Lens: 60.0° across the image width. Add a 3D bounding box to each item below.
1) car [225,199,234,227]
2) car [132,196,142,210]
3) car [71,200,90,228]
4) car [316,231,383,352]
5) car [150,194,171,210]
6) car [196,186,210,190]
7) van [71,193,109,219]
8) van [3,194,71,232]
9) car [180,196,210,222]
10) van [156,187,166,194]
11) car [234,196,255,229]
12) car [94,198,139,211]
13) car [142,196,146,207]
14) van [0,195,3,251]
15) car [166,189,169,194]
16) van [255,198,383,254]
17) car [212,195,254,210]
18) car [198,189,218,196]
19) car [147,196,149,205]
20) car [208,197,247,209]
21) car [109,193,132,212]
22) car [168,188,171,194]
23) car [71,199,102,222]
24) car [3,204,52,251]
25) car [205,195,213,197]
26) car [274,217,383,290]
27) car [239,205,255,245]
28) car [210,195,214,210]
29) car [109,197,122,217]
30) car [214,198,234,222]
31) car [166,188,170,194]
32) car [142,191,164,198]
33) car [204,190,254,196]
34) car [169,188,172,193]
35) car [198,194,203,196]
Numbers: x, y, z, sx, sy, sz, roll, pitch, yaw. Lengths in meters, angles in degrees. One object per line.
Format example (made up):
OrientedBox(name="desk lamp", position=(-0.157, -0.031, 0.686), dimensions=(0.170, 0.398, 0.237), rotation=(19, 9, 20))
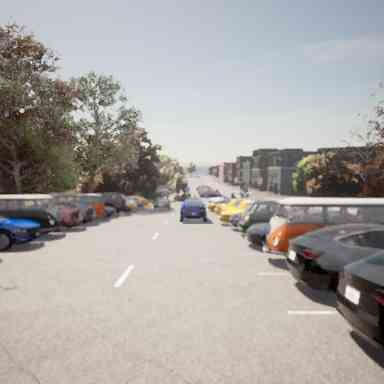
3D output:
OrientedBox(name="car", position=(4.542, 1.343, 18.516), dimensions=(4.892, 1.521, 2.231), rotation=(0, 0, 0))
OrientedBox(name="car", position=(-8.361, 1.332, 35.178), dimensions=(5.366, 1.575, 1.946), rotation=(0, 0, 0))
OrientedBox(name="car", position=(-8.572, 1.371, 18.565), dimensions=(4.792, 1.488, 2.163), rotation=(0, 0, 0))
OrientedBox(name="car", position=(4.568, 1.472, 4.635), dimensions=(4.792, 1.488, 2.163), rotation=(0, 0, 0))
OrientedBox(name="car", position=(-3.580, 1.351, 40.610), dimensions=(2.128, 1.511, 4.902), rotation=(0, 0, 0))
OrientedBox(name="car", position=(4.241, 0.230, 84.439), dimensions=(5.566, 2.045, 2.435), rotation=(0, 1, 0))
OrientedBox(name="van", position=(-8.661, 1.102, 23.975), dimensions=(4.442, 1.987, 1.878), rotation=(0, 0, 0))
OrientedBox(name="van", position=(-8.435, 1.131, 15.812), dimensions=(4.442, 1.987, 1.878), rotation=(0, 0, 0))
OrientedBox(name="car", position=(0.096, 1.326, 24.922), dimensions=(1.882, 1.535, 5.008), rotation=(0, 0, 0))
OrientedBox(name="van", position=(-8.691, 0.356, 73.224), dimensions=(4.442, 1.987, 1.878), rotation=(1, 1, 0))
OrientedBox(name="car", position=(4.506, 1.232, 15.736), dimensions=(4.553, 1.767, 2.185), rotation=(0, 0, 0))
OrientedBox(name="car", position=(-8.544, 1.377, 37.949), dimensions=(4.674, 1.452, 2.002), rotation=(0, 0, 0))
OrientedBox(name="car", position=(-8.518, 1.369, 40.719), dimensions=(4.792, 1.488, 2.163), rotation=(0, 0, 0))
OrientedBox(name="van", position=(-8.658, 1.172, 10.256), dimensions=(4.442, 1.987, 1.878), rotation=(0, 0, 0))
OrientedBox(name="car", position=(-8.841, 0.546, 81.596), dimensions=(4.792, 1.488, 2.163), rotation=(0, 1, 0))
OrientedBox(name="van", position=(4.421, 1.173, 10.185), dimensions=(4.442, 1.987, 1.878), rotation=(0, 0, 0))
OrientedBox(name="car", position=(4.720, 1.327, 29.610), dimensions=(5.366, 1.575, 1.946), rotation=(0, 0, 0))
OrientedBox(name="car", position=(4.292, 0.609, 73.301), dimensions=(4.792, 1.488, 2.163), rotation=(0, 0, 0))
OrientedBox(name="car", position=(-8.543, 1.343, 46.136), dimensions=(5.008, 1.535, 2.097), rotation=(0, 0, 0))
OrientedBox(name="car", position=(4.561, 1.371, 43.491), dimensions=(4.792, 1.488, 2.163), rotation=(0, 0, 0))
OrientedBox(name="car", position=(-8.574, 1.079, 29.639), dimensions=(5.566, 2.045, 2.435), rotation=(0, 0, 0))
OrientedBox(name="car", position=(-8.994, 0.433, 87.183), dimensions=(5.366, 1.575, 1.946), rotation=(0, 1, 0))
OrientedBox(name="car", position=(-8.573, 1.361, 21.204), dimensions=(4.792, 1.488, 2.163), rotation=(0, 0, 0))
OrientedBox(name="car", position=(-8.548, 1.376, 13.027), dimensions=(5.008, 1.535, 2.097), rotation=(0, 0, 0))
OrientedBox(name="car", position=(4.348, 1.332, 35.162), dimensions=(5.366, 1.575, 1.946), rotation=(0, 0, 0))
OrientedBox(name="car", position=(4.568, 1.450, 7.411), dimensions=(4.792, 1.488, 2.163), rotation=(0, 0, 0))
OrientedBox(name="car", position=(4.508, 1.406, 12.964), dimensions=(4.792, 1.488, 2.163), rotation=(0, 0, 0))
OrientedBox(name="car", position=(4.528, 1.334, 32.386), dimensions=(4.892, 1.521, 2.231), rotation=(0, 0, 0))
OrientedBox(name="car", position=(-8.517, 1.357, 26.869), dimensions=(4.792, 1.488, 2.163), rotation=(0, 0, 0))
OrientedBox(name="car", position=(4.351, 1.329, 21.284), dimensions=(5.366, 1.575, 1.946), rotation=(0, 0, 0))
OrientedBox(name="car", position=(-8.996, 0.478, 84.388), dimensions=(5.366, 1.575, 1.946), rotation=(0, 1, 0))
OrientedBox(name="car", position=(-8.818, 0.602, 75.900), dimensions=(4.674, 1.452, 2.002), rotation=(0, 0, 0))
OrientedBox(name="car", position=(4.504, 1.086, 37.939), dimensions=(5.566, 2.045, 2.435), rotation=(0, 0, 0))
OrientedBox(name="car", position=(-8.800, 0.316, 92.629), dimensions=(5.008, 1.535, 2.097), rotation=(0, 1, 0))
OrientedBox(name="car", position=(0.093, 1.338, 41.744), dimensions=(1.882, 1.535, 5.008), rotation=(0, 0, 0))
